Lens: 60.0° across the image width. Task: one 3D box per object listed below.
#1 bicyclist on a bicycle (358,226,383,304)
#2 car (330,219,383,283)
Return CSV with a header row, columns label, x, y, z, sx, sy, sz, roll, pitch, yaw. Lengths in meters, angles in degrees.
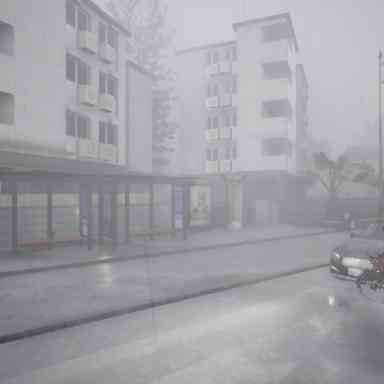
label,x,y,z,sx,sy,sz,roll,pitch,yaw
bicyclist on a bicycle,3.991,1.454,6.407,0.582,1.620,1.656,0,-2,-37
car,5.570,1.489,8.795,4.902,1.511,2.128,0,0,-37
